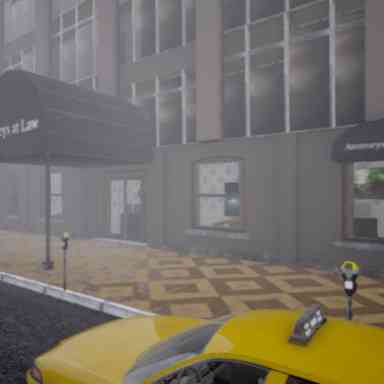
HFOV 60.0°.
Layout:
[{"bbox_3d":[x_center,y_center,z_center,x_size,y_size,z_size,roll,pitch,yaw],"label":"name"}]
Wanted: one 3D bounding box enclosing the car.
[{"bbox_3d":[0.598,1.528,2.463,4.829,1.417,1.752,-1,0,36],"label":"car"}]
